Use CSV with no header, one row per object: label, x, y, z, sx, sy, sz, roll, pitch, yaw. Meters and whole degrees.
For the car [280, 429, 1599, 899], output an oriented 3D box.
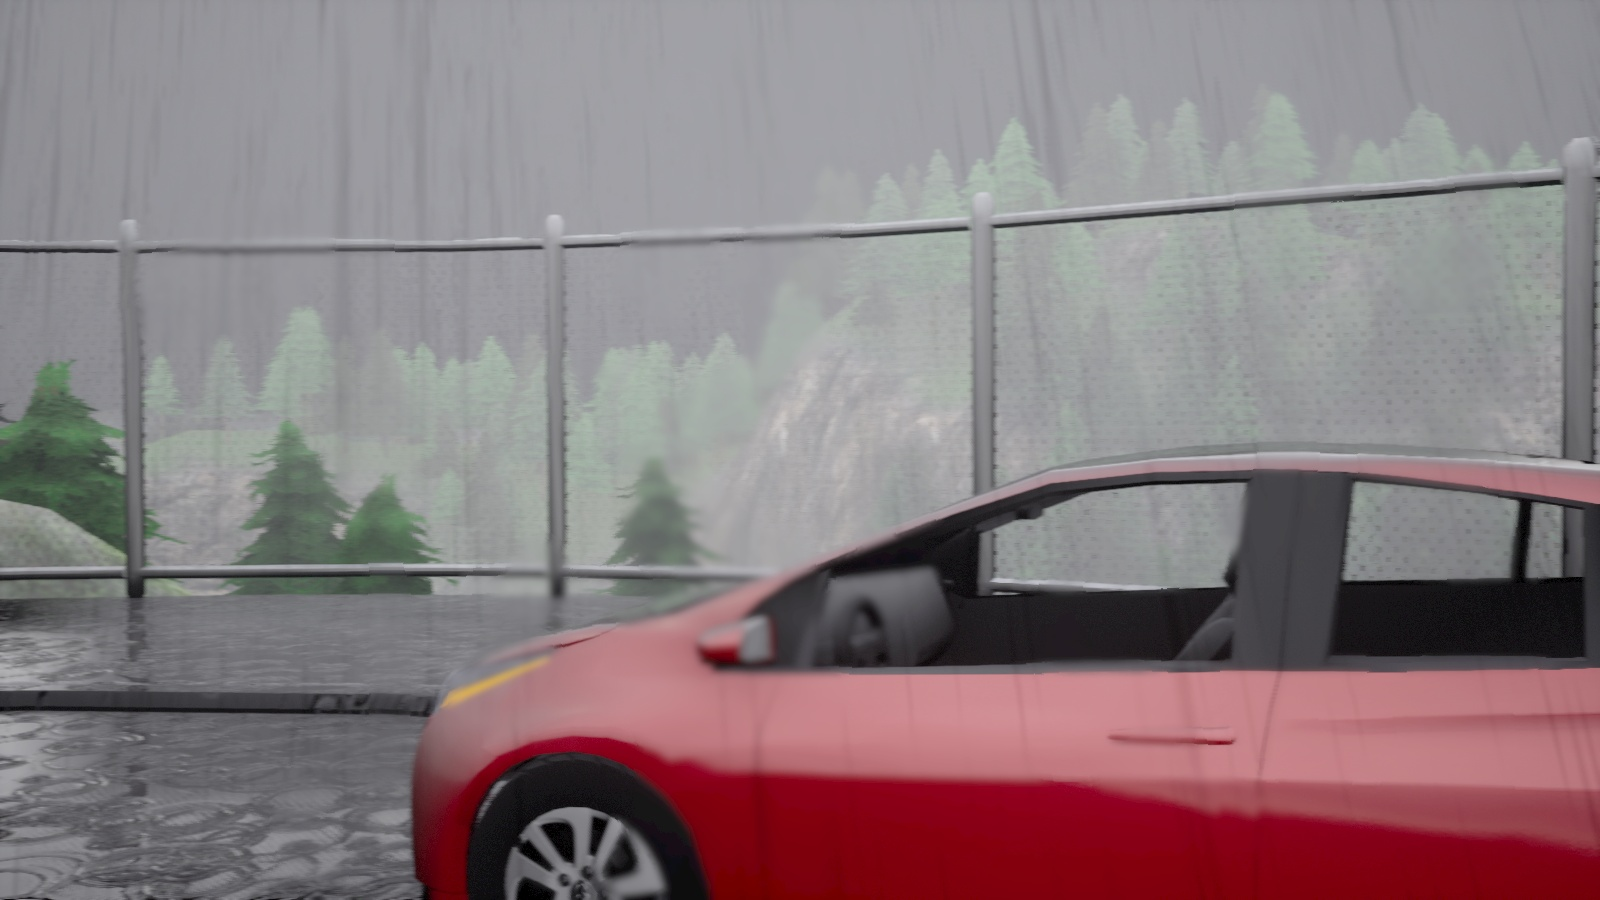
car,1.018,0.712,3.508,4.514,1.525,2.007,1,1,24
